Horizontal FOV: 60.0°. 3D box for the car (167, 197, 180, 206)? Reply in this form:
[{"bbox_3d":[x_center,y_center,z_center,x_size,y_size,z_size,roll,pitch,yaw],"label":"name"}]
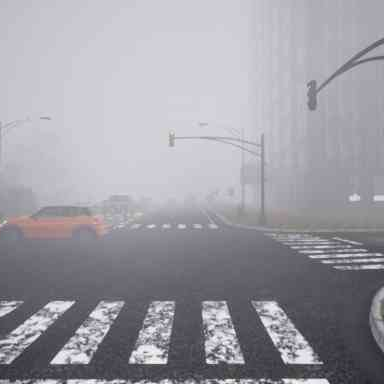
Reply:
[{"bbox_3d":[-3.518,1.702,59.358,1.812,1.442,4.674,0,0,0],"label":"car"}]

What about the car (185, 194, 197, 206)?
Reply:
[{"bbox_3d":[-0.160,1.512,56.432,2.097,1.767,4.553,0,0,1],"label":"car"}]

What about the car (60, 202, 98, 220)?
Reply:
[{"bbox_3d":[-9.980,1.614,29.773,1.994,1.385,4.181,0,0,0],"label":"car"}]

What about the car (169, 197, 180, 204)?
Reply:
[{"bbox_3d":[-3.564,1.788,69.361,2.033,1.411,5.357,0,0,0],"label":"car"}]

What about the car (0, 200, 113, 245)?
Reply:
[{"bbox_3d":[-6.205,1.372,15.065,4.553,1.767,2.097,0,0,-1],"label":"car"}]

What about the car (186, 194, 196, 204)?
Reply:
[{"bbox_3d":[-0.263,1.471,70.639,2.150,2.045,5.566,0,0,0],"label":"car"}]

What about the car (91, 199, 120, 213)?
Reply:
[{"bbox_3d":[-10.021,1.626,39.016,2.033,1.411,5.357,0,0,0],"label":"car"}]

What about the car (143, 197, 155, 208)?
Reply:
[{"bbox_3d":[-6.811,1.480,50.395,2.097,1.767,4.553,0,0,-1],"label":"car"}]

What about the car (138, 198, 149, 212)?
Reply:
[{"bbox_3d":[-6.779,1.686,40.623,1.895,1.301,4.718,0,0,0],"label":"car"}]

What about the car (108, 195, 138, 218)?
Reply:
[{"bbox_3d":[-6.736,1.275,30.863,2.150,2.045,5.566,0,0,0],"label":"car"}]
